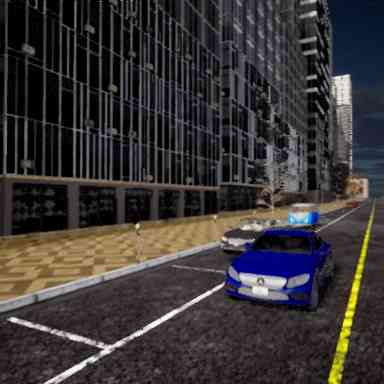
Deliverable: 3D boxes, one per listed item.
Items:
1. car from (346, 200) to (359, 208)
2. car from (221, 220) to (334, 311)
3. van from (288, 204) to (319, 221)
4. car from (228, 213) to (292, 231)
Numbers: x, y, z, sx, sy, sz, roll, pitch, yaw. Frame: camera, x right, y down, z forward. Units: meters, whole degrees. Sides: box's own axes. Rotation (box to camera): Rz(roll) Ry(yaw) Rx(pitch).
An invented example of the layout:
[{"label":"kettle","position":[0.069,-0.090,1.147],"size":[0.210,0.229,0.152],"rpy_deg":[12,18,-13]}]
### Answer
[{"label":"car","position":[33.088,2.628,69.261],"size":[1.887,1.381,4.507],"rpy_deg":[0,-1,29]},{"label":"car","position":[2.432,1.672,8.409],"size":[1.812,1.442,4.674],"rpy_deg":[0,-1,29]},{"label":"van","position":[8.250,1.750,24.458],"size":[1.690,1.788,3.998],"rpy_deg":[0,-1,29]},{"label":"car","position":[2.731,1.797,14.498],"size":[2.008,1.369,4.403],"rpy_deg":[0,-1,29]}]
